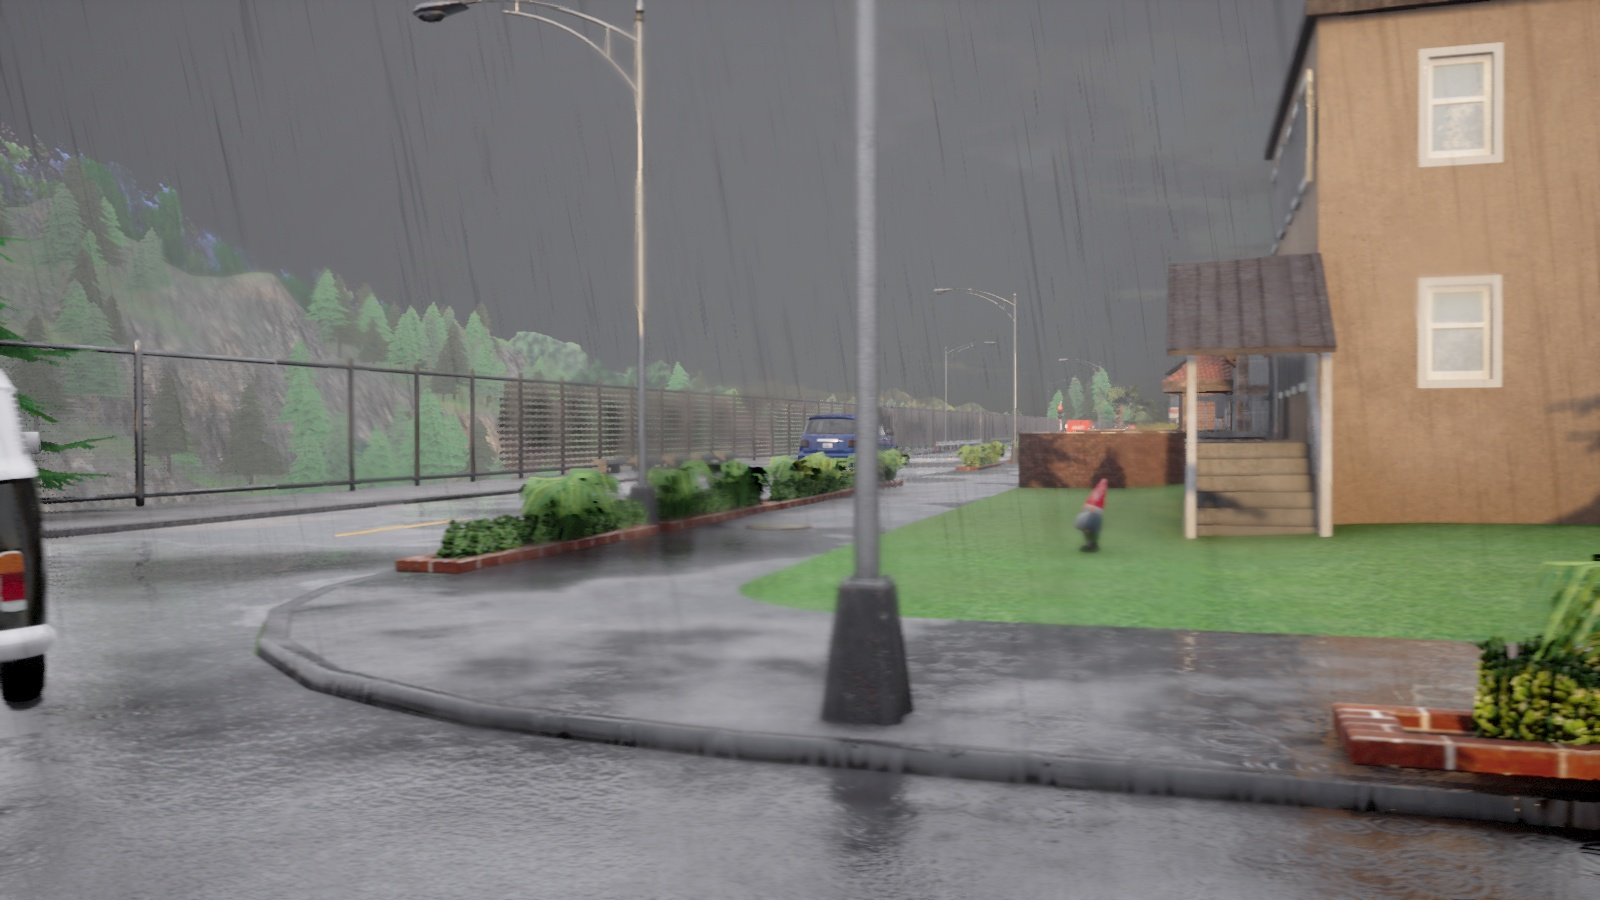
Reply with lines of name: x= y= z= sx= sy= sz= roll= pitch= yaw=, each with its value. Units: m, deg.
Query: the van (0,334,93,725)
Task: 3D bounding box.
van: x=-5.945 y=0.401 z=8.039 sx=2.069 sy=2.038 sz=4.480 roll=-2 pitch=2 yaw=-34

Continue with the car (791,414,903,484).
car: x=1.589 y=-0.077 z=39.706 sx=2.150 sy=2.045 sz=5.566 roll=0 pitch=1 yaw=17
